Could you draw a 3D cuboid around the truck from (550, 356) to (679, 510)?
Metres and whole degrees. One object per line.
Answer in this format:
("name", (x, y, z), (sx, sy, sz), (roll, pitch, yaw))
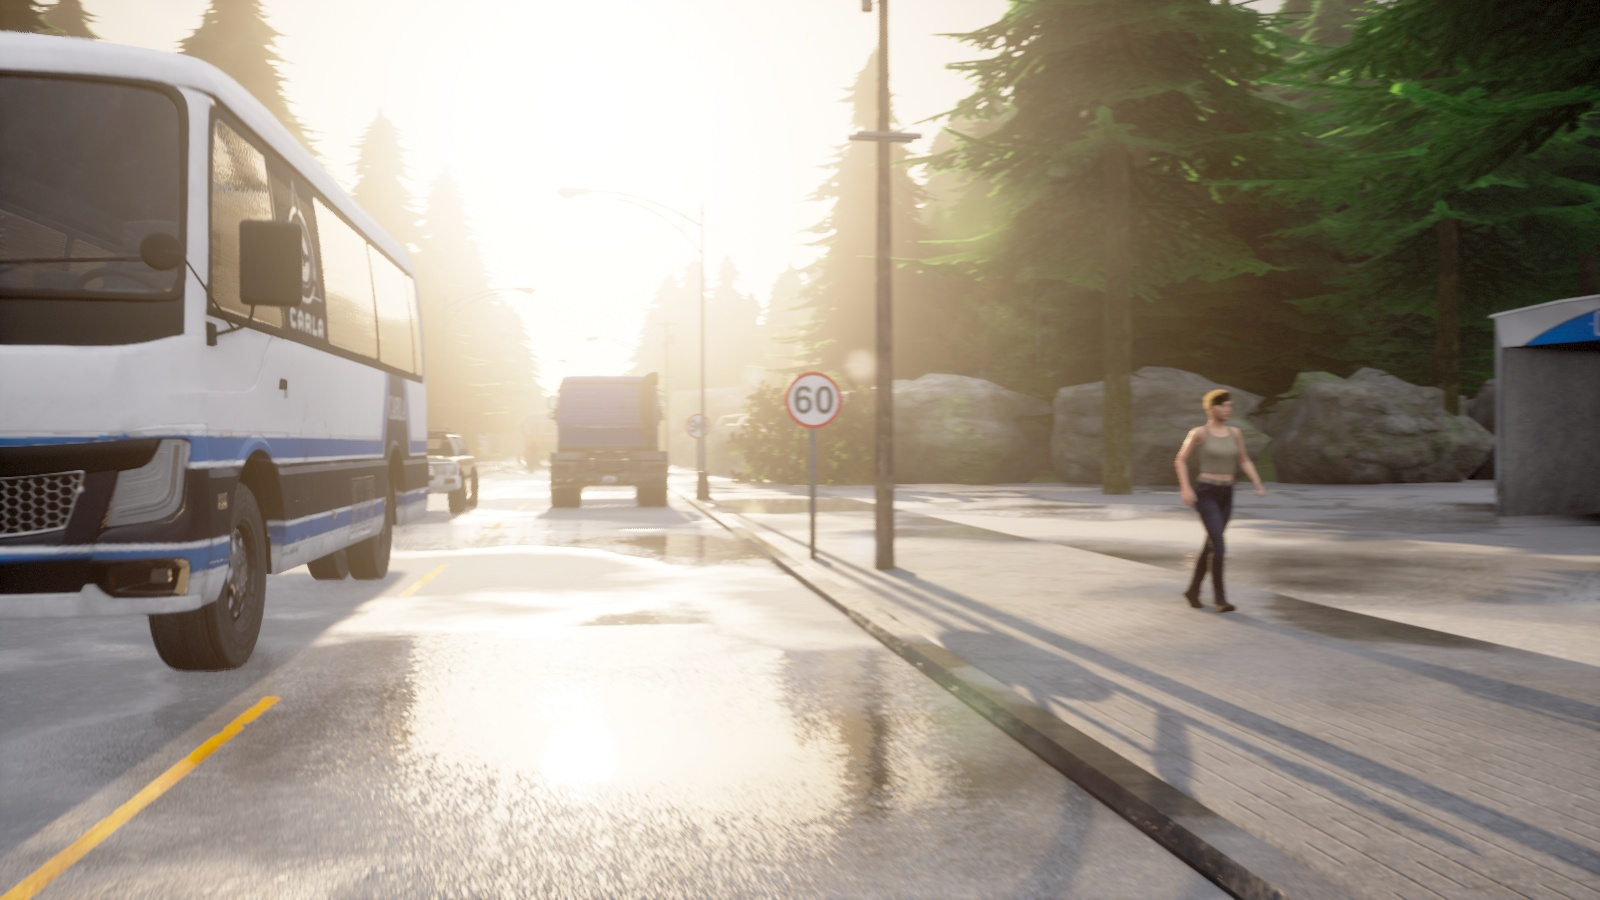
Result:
("truck", (-4.792, -0.399, 32.428), (2.891, 3.462, 7.936), (0, 0, -9))

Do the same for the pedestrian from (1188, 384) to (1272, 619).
("pedestrian", (3.453, 0.399, 10.114), (0.345, 1.836, 0.594), (0, 0, -19))

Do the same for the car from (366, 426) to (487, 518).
("car", (-8.121, 0.429, 27.680), (1.932, 1.855, 4.605), (0, 0, -9))

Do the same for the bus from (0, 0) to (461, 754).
("bus", (-5.613, -0.681, 11.000), (3.944, 4.253, 10.273), (0, 0, -9))

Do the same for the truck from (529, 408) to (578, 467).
("truck", (-16.893, -0.849, 86.336), (2.891, 3.827, 8.468), (0, 0, -8))
